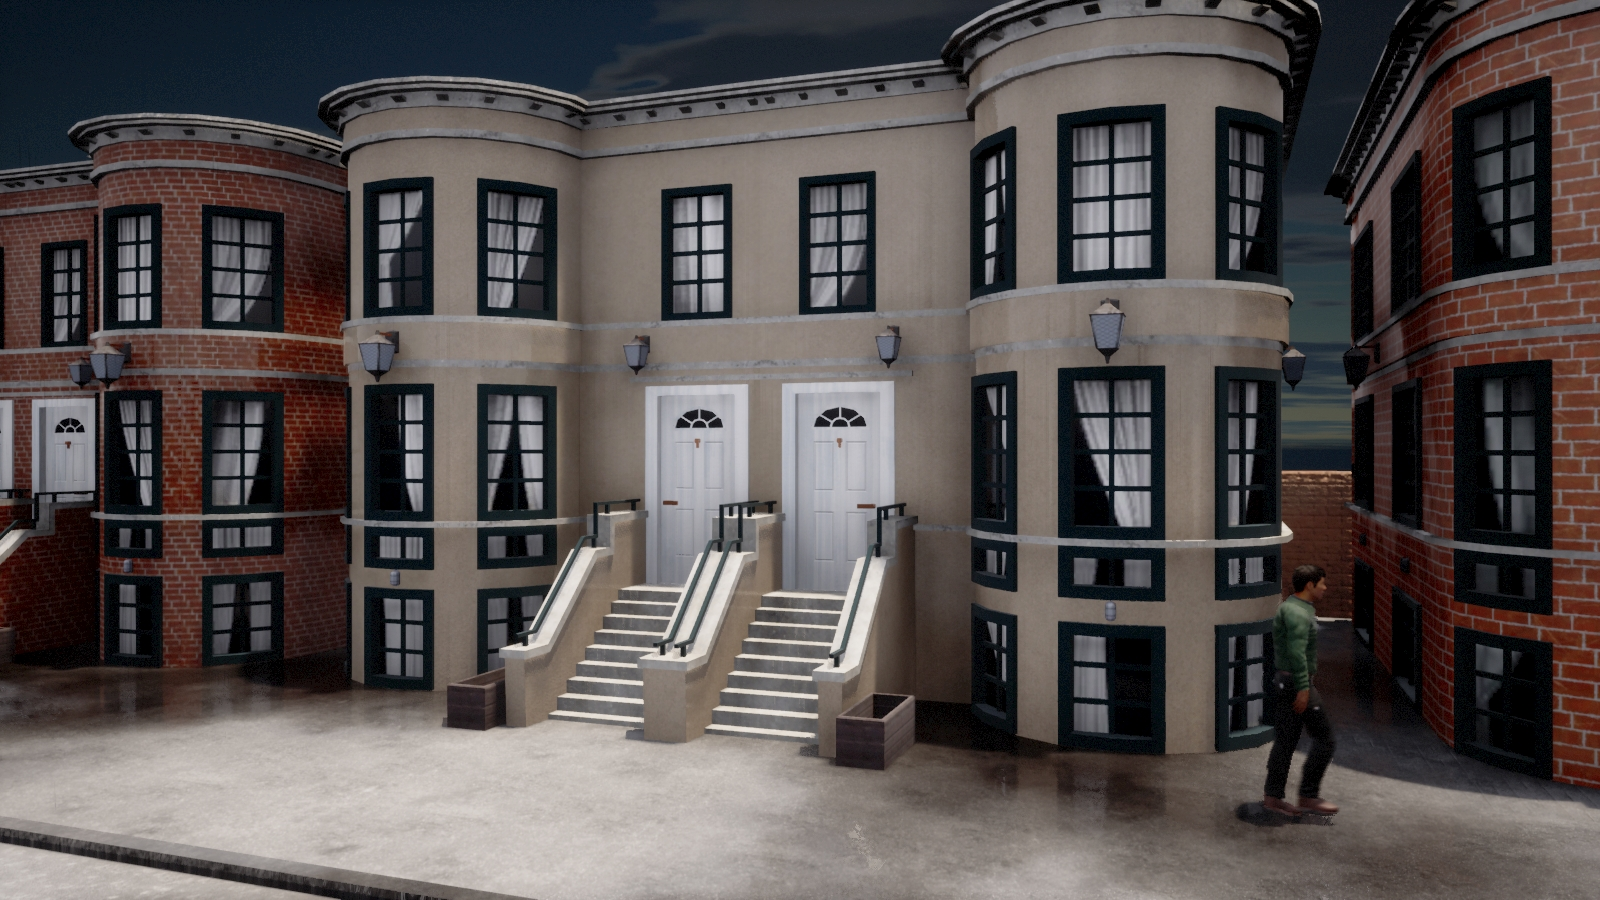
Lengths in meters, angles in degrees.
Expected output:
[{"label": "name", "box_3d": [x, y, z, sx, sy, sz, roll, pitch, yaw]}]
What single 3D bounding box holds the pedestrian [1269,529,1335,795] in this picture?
[{"label": "pedestrian", "box_3d": [3.665, 1.525, 8.349, 0.375, 1.860, 0.375, 0, 0, 13]}]
